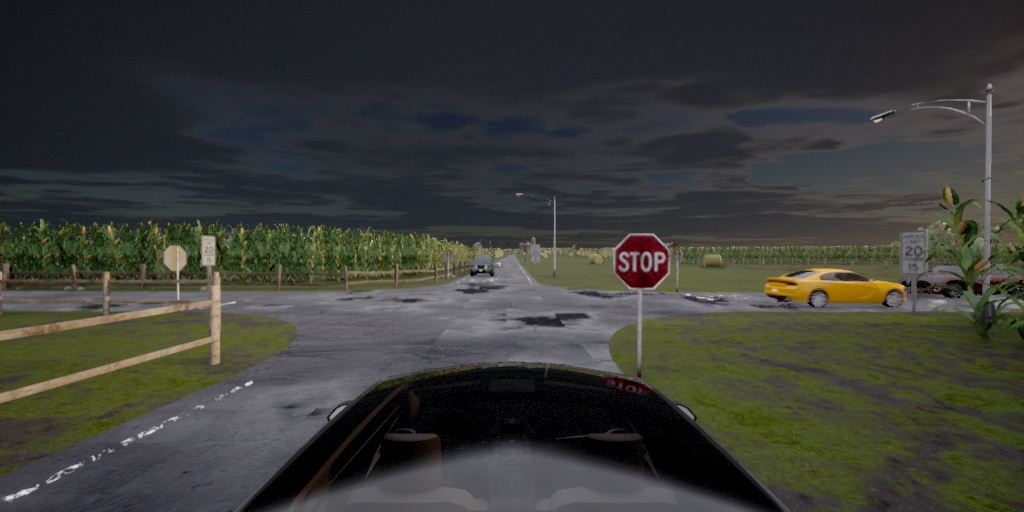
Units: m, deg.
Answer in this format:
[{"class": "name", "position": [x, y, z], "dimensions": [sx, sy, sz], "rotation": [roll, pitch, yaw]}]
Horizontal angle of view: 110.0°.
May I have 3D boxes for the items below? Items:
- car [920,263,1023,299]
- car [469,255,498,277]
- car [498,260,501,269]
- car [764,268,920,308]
[{"class": "car", "position": [22.352, 1.149, 18.004], "dimensions": [4.553, 1.767, 2.097], "rotation": [0, 1, -1]}, {"class": "car", "position": [-2.785, 0.935, 34.706], "dimensions": [2.150, 2.045, 5.566], "rotation": [0, 0, 0]}, {"class": "car", "position": [-2.742, 1.268, 54.819], "dimensions": [1.895, 1.301, 4.718], "rotation": [0, 0, 0]}, {"class": "car", "position": [13.369, 1.277, 14.949], "dimensions": [5.008, 1.535, 1.882], "rotation": [0, 0, -1]}]
